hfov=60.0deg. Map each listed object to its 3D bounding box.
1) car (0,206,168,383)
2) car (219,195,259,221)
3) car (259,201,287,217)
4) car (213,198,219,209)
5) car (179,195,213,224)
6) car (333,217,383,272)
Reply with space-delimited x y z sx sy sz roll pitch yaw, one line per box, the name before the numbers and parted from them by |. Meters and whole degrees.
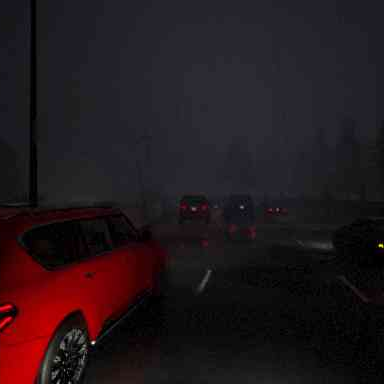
car | -2.021 1.221 5.222 2.150 2.045 5.566 0 0 11
car | 3.724 1.220 27.457 2.150 2.045 5.566 0 0 0
car | 7.176 1.545 30.723 2.033 1.411 5.357 0 0 -2
car | 2.543 1.502 42.567 1.837 1.490 4.892 0 0 -8
car | 0.210 1.220 24.643 2.150 2.045 5.566 0 0 2
car | 5.976 1.525 10.585 1.812 1.442 4.674 0 0 8
